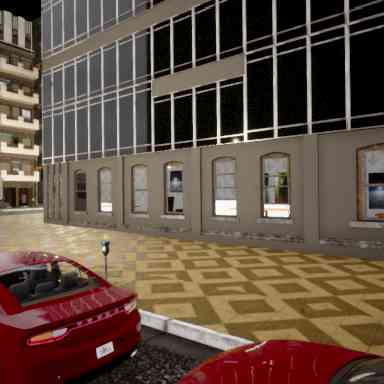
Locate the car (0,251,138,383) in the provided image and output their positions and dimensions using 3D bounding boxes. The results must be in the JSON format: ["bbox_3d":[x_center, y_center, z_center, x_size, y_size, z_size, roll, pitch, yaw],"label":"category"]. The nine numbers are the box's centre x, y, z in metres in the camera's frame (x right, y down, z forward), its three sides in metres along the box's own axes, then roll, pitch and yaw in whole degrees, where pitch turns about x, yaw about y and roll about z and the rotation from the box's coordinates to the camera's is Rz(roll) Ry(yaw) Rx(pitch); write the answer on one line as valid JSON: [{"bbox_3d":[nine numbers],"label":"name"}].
[{"bbox_3d":[-2.738,1.546,4.842,4.507,1.381,1.887,0,-1,36],"label":"car"}]

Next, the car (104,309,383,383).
[{"bbox_3d":[1.833,1.545,1.577,4.507,1.381,1.887,0,-1,36],"label":"car"}]
